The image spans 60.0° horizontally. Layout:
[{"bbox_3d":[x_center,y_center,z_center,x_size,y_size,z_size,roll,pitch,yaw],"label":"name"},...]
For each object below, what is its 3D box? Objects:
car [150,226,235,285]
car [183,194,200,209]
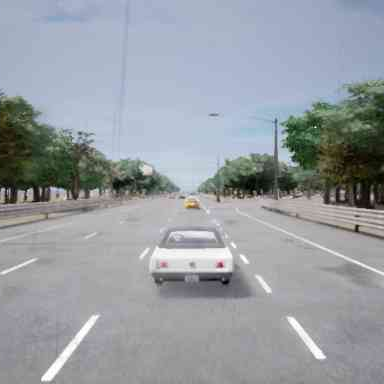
[{"bbox_3d":[0.006,1.604,9.469,1.895,1.301,4.718,0,0,0],"label":"car"},{"bbox_3d":[0.025,1.493,46.386,1.882,1.535,5.008,0,0,0],"label":"car"}]
